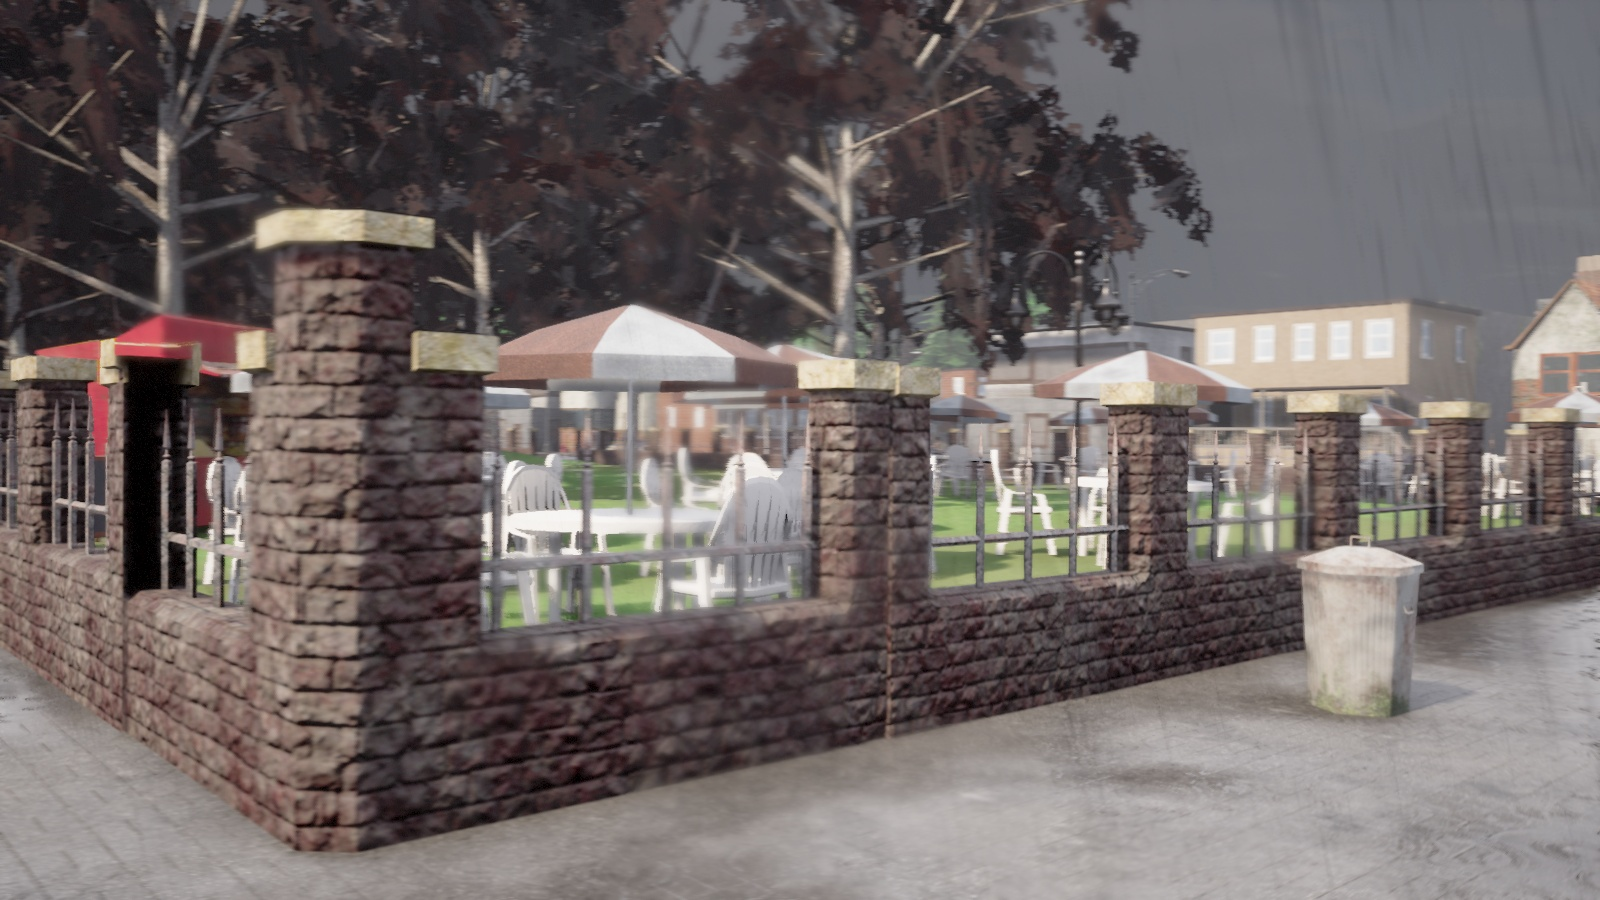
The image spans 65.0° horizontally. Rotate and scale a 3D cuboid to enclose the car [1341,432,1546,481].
[{"bbox_3d":[20.095,0.181,39.436,2.033,1.411,5.357,-1,1,-42],"label":"car"}]
